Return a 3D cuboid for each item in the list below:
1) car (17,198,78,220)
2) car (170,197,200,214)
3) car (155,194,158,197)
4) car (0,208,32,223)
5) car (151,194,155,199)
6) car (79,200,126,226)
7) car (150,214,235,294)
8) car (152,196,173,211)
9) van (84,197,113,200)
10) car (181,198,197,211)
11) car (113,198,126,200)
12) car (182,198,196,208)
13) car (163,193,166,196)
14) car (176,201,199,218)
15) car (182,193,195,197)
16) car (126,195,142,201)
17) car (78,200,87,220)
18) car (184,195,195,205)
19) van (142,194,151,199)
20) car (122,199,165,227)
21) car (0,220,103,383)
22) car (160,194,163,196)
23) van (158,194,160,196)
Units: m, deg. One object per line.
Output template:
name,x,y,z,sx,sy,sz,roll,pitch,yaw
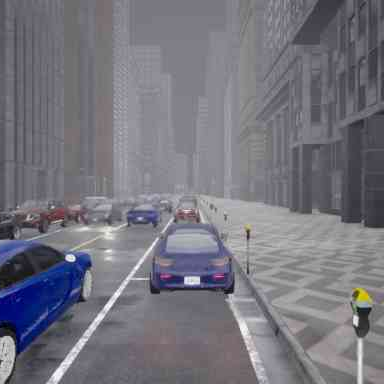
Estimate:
car,-8.911,1.314,19.706,2.192,1.841,5.009,0,0,0
car,-0.386,1.439,25.353,1.967,1.590,4.097,0,0,0
car,-8.911,1.552,70.437,2.008,1.369,4.403,0,0,0
car,-8.910,1.565,14.070,1.947,1.339,4.313,0,0,0
car,-8.911,1.525,64.631,1.752,1.417,4.829,0,0,0
car,-6.245,1.525,23.765,1.812,1.442,4.674,0,0,0
car,0.003,1.525,8.651,1.812,1.442,4.674,0,0,0
car,-3.048,1.524,36.942,1.812,1.442,4.674,0,0,0
van,-8.911,1.340,30.980,1.690,1.788,3.998,0,0,0
car,-0.385,1.543,42.263,1.887,1.381,4.507,0,0,0
car,-8.911,1.439,36.617,1.967,1.590,4.097,0,0,0
car,-0.385,1.564,47.899,1.947,1.339,4.313,0,0,0
car,-8.912,1.324,87.347,2.192,1.841,5.009,0,0,0
car,-0.385,1.565,30.990,1.947,1.339,4.313,0,0,0
car,-0.386,1.314,36.627,2.192,1.841,5.009,0,0,0
car,-8.911,1.439,47.891,1.967,1.590,4.097,0,0,0
car,-8.910,1.544,25.344,1.887,1.381,4.507,0,0,0
car,-0.386,1.439,59.171,1.967,1.590,4.097,0,0,0
van,-8.911,1.340,59.164,1.690,1.788,3.998,0,0,0
car,-3.146,1.476,22.752,1.882,1.535,5.008,0,0,0
car,-3.049,1.477,5.139,1.882,1.535,5.008,0,0,0
car,-8.911,1.446,81.710,1.967,1.590,4.097,0,0,0
van,-8.911,1.345,76.073,1.690,1.788,3.998,0,0,0
